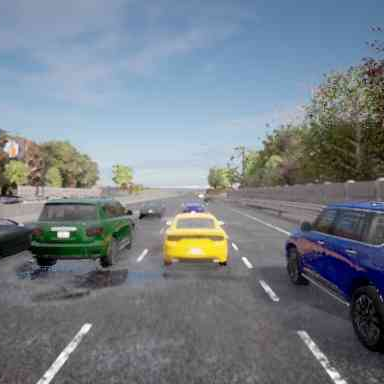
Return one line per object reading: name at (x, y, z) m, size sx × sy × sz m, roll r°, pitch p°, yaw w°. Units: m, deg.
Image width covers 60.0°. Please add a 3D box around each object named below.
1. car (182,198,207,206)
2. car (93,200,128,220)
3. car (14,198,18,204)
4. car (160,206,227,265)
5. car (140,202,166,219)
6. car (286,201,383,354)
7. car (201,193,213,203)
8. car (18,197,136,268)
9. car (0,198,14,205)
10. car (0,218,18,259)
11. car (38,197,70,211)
car at (0.109, 1.522, 29.788) m, size 1.812 × 1.442 × 4.674 m, roll 0°, pitch 0°, yaw 0°
car at (-6.891, 1.502, 28.673) m, size 1.837 × 1.490 × 4.892 m, roll 0°, pitch 0°, yaw 0°
car at (-21.059, 1.527, 43.952) m, size 1.812 × 1.442 × 4.674 m, roll 0°, pitch 0°, yaw 0°
car at (0.104, 1.474, 11.649) m, size 1.882 × 1.535 × 5.008 m, roll 0°, pitch 0°, yaw 0°
car at (-3.388, 1.561, 29.314) m, size 1.994 × 1.385 × 4.181 m, roll 0°, pitch 0°, yaw 0°
car at (3.512, 1.178, 6.262) m, size 2.150 × 2.045 × 5.566 m, roll 0°, pitch 0°, yaw 0°
car at (3.523, 1.510, 70.872) m, size 1.837 × 1.490 × 4.892 m, roll 0°, pitch 0°, yaw 0°
car at (-3.396, 1.218, 11.468) m, size 2.150 × 2.045 × 5.566 m, roll 0°, pitch 0°, yaw 0°
car at (-24.556, 1.495, 43.959) m, size 2.128 × 1.511 × 4.902 m, roll 0°, pitch 0°, yaw 0°
car at (-6.895, 1.561, 11.384) m, size 1.994 × 1.385 × 4.181 m, roll 0°, pitch 0°, yaw 0°
car at (-17.570, 1.478, 42.621) m, size 1.882 × 1.535 × 5.008 m, roll 0°, pitch 0°, yaw 0°
